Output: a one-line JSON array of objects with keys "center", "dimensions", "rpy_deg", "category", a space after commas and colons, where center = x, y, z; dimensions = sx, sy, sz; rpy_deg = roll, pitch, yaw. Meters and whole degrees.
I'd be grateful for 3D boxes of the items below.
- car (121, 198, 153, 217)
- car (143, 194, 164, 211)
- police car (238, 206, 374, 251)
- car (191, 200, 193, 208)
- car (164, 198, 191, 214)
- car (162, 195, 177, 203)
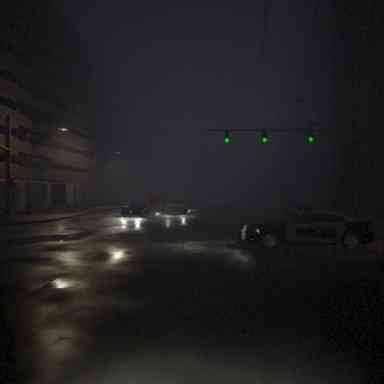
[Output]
[{"center": [-5.238, 1.563, 31.129], "dimensions": [1.994, 1.385, 4.181], "rpy_deg": [0, 0, 3], "category": "car"}, {"center": [-4.688, 1.221, 41.060], "dimensions": [2.150, 2.045, 5.566], "rpy_deg": [0, 0, 3], "category": "car"}, {"center": [4.578, 1.425, 13.676], "dimensions": [5.238, 1.638, 1.930], "rpy_deg": [0, 0, 4], "category": "police car"}, {"center": [-0.869, 1.546, 46.085], "dimensions": [2.033, 1.411, 5.357], "rpy_deg": [0, 0, 4], "category": "car"}, {"center": [-1.470, 1.476, 35.625], "dimensions": [1.882, 1.535, 5.008], "rpy_deg": [0, 0, 3], "category": "car"}, {"center": [-3.758, 1.165, 56.249], "dimensions": [1.994, 1.385, 4.181], "rpy_deg": [0, 0, 3], "category": "car"}]
